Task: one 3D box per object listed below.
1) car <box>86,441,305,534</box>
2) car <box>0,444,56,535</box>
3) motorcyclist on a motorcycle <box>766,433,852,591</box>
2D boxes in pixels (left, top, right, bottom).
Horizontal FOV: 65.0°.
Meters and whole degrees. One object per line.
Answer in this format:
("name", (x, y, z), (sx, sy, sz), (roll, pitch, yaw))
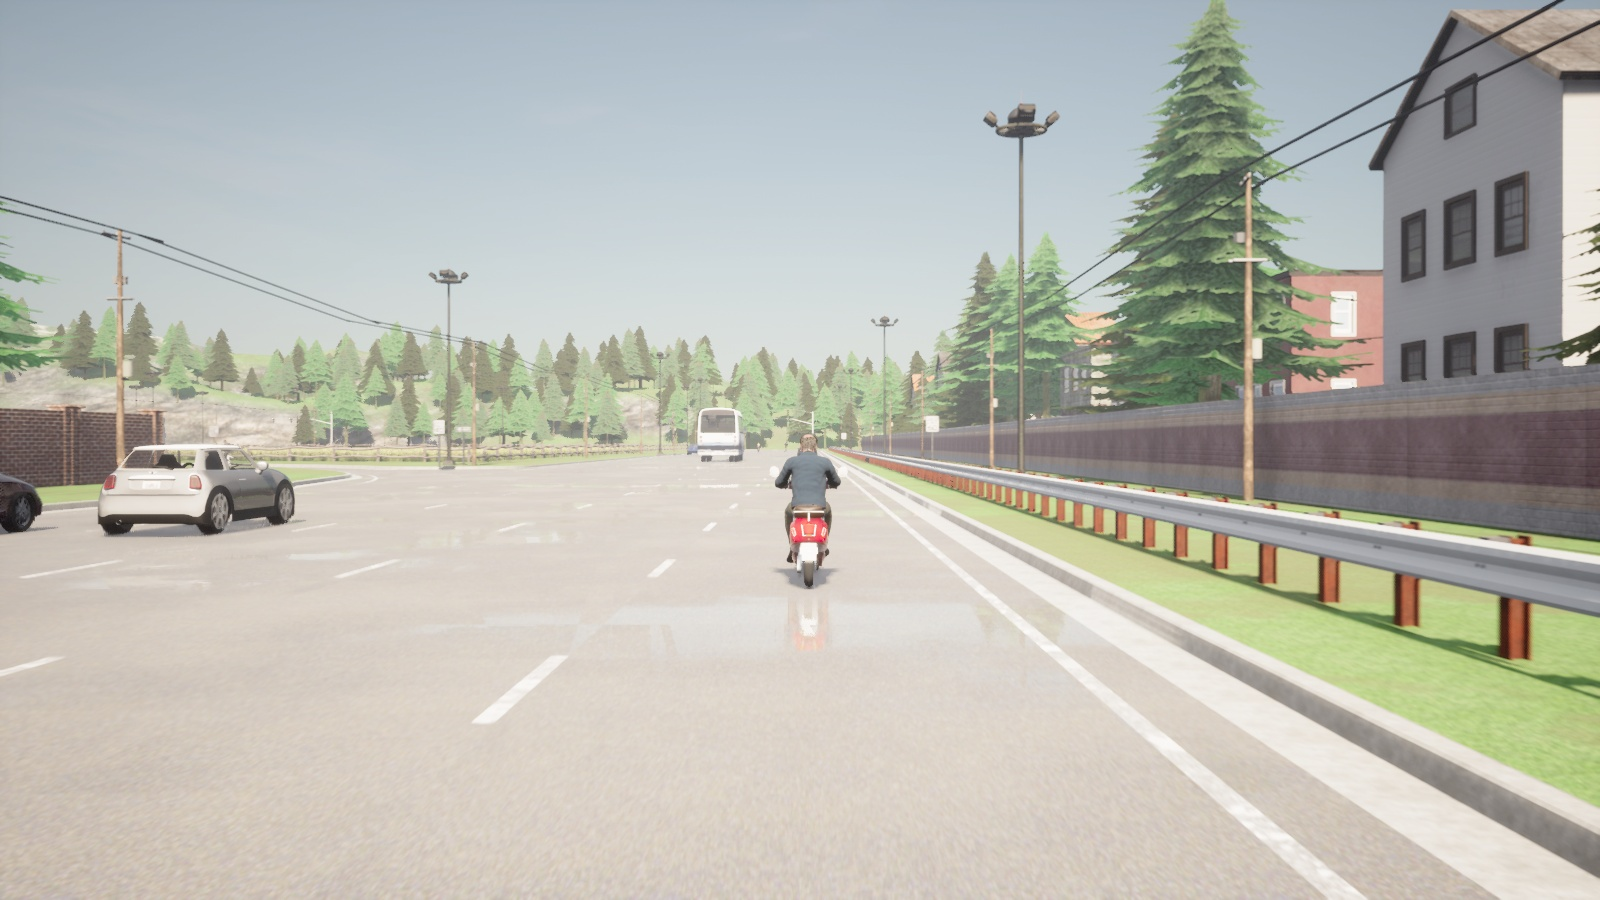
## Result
("car", (-10.360, 0.581, 21.869), (1.970, 1.475, 3.806), (0, 0, 0))
("car", (-13.872, 0.638, 19.766), (1.816, 1.474, 4.193), (0, 0, 0))
("motorcyclist on a motorcycle", (0.093, 0.624, 13.584), (0.866, 1.590, 1.817), (0, 0, 0))
